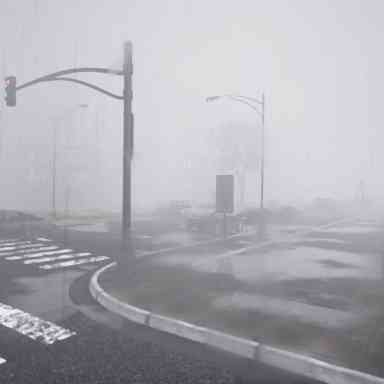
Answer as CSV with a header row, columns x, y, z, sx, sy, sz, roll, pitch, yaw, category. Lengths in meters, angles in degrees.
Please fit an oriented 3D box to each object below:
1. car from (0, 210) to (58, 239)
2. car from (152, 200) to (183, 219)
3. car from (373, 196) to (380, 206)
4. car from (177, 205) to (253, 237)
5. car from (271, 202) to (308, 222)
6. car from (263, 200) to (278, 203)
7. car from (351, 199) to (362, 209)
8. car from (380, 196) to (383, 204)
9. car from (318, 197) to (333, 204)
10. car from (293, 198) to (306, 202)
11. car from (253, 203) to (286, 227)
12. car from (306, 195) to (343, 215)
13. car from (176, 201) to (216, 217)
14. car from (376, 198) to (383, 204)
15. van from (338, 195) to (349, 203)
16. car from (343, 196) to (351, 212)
x,y,z,sx,sy,sz,roll,pitch,yaw,category
-9.169,1.548,15.516,2.033,1.411,5.357,0,0,44,car
-1.651,1.478,29.474,1.967,1.590,4.097,1,0,36,car
34.891,1.939,64.829,1.752,1.417,4.829,1,0,36,car
1.435,1.695,19.088,2.008,1.369,4.403,1,0,36,car
7.926,1.777,27.921,1.802,1.307,4.206,1,0,36,car
9.278,1.677,39.722,1.812,1.442,4.674,1,0,37,car
24.929,1.772,51.273,1.967,1.590,4.097,1,0,36,car
41.368,1.782,73.638,2.192,1.841,5.009,1,0,36,car
28.037,1.847,69.653,1.947,1.339,4.313,1,0,36,car
18.074,1.724,56.098,1.752,1.417,4.829,1,0,36,car
4.681,1.735,23.505,1.947,1.339,4.313,1,0,36,car
15.138,1.568,37.805,2.192,1.841,5.009,1,0,36,car
1.031,1.686,28.528,1.895,1.301,4.718,1,0,36,car
44.652,2.046,78.111,2.008,1.369,4.403,1,0,36,car
37.901,1.704,83.072,1.690,1.788,3.998,1,0,36,van
18.397,1.719,42.299,1.967,1.590,4.097,1,0,36,car
